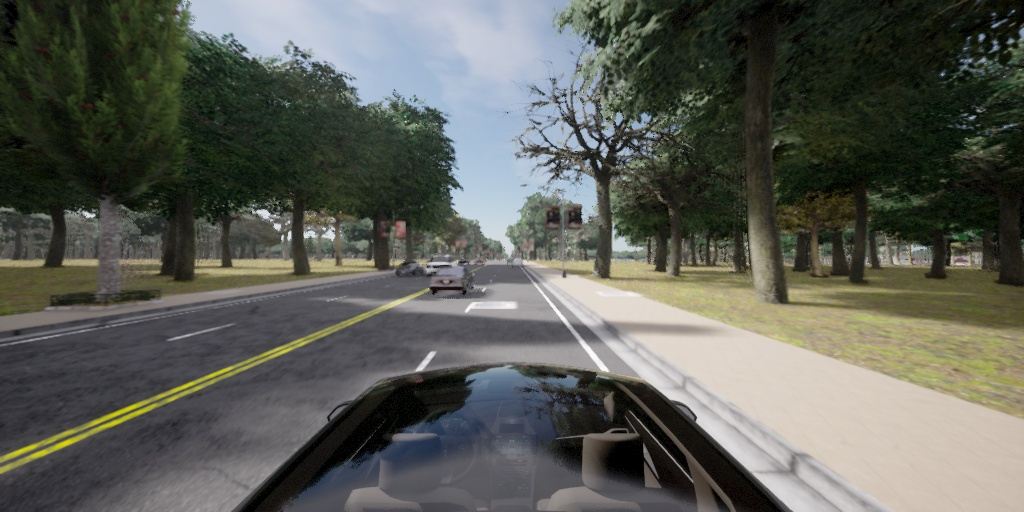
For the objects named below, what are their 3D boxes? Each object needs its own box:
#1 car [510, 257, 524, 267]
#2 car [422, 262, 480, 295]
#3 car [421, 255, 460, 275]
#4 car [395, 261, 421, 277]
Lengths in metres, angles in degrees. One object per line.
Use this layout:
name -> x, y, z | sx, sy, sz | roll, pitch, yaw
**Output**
car -> 0.991, 1.142, 59.469 | 1.812, 1.442, 4.674 | 0, 0, 0
car -> -3.161, 1.272, 19.706 | 2.033, 1.411, 5.357 | 0, 0, 0
car -> -6.641, 0.912, 34.071 | 2.150, 2.045, 5.566 | 0, 0, 0
car -> -9.890, 1.214, 34.996 | 1.812, 1.442, 4.674 | 0, 0, 0
